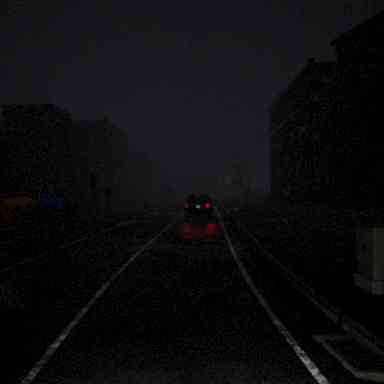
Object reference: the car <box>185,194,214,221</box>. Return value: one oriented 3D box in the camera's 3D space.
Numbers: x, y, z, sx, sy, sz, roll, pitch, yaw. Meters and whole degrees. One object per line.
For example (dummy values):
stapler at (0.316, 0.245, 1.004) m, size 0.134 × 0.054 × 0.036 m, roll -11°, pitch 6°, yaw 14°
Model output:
car at (0.610, 1.165, 27.172) m, size 2.150 × 2.045 × 5.566 m, roll -1°, pitch 0°, yaw 3°

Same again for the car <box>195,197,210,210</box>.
car at (1.417, 1.426, 42.407) m, size 1.812 × 1.442 × 4.674 m, roll -1°, pitch 0°, yaw 3°
